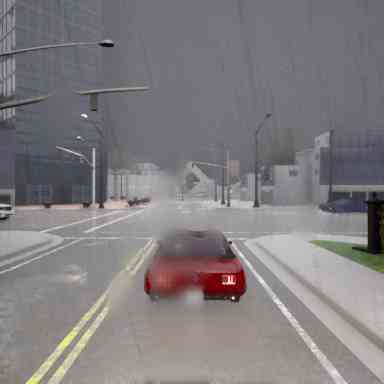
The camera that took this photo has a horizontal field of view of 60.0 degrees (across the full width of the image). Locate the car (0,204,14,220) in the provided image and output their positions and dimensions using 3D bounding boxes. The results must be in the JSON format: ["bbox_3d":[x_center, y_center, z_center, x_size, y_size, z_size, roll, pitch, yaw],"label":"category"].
[{"bbox_3d":[-17.335,1.339,26.611,5.566,2.045,2.150,-1,0,0],"label":"car"}]

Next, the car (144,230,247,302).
[{"bbox_3d":[0.072,1.601,8.208,1.895,1.301,4.718,0,0,0],"label":"car"}]

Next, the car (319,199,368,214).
[{"bbox_3d":[16.344,1.524,34.072,5.357,1.411,2.033,0,0,-1],"label":"car"}]

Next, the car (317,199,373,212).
[{"bbox_3d":[17.224,1.515,37.591,5.357,1.411,2.033,0,0,-1],"label":"car"}]
